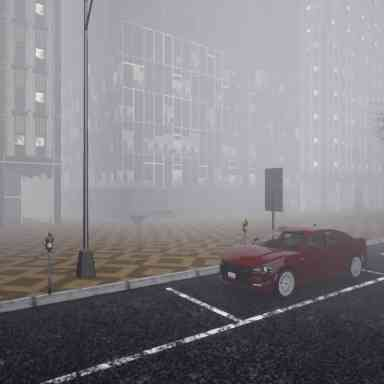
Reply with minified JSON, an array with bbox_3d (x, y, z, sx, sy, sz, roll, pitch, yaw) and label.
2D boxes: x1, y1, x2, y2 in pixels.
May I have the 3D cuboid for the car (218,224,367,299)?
[{"bbox_3d":[2.684,1.545,8.476,4.507,1.381,1.887,0,0,-36],"label":"car"}]
